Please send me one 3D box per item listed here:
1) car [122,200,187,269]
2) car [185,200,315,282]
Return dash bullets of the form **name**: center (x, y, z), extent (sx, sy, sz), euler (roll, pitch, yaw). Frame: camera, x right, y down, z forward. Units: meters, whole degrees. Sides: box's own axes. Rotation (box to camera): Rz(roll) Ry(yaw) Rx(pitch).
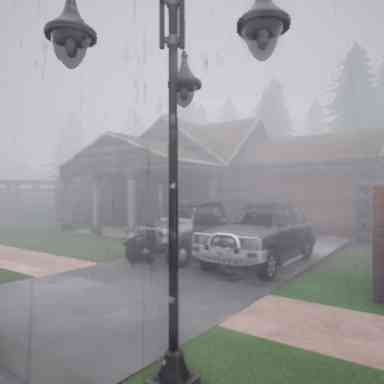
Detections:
- **car**: center (-0.264, 1.224, 10.760), extent (1.905, 1.878, 3.866), euler (0, 0, 36)
- **car**: center (2.008, 1.213, 9.614), extent (1.932, 1.855, 4.605), euler (0, 0, 36)
